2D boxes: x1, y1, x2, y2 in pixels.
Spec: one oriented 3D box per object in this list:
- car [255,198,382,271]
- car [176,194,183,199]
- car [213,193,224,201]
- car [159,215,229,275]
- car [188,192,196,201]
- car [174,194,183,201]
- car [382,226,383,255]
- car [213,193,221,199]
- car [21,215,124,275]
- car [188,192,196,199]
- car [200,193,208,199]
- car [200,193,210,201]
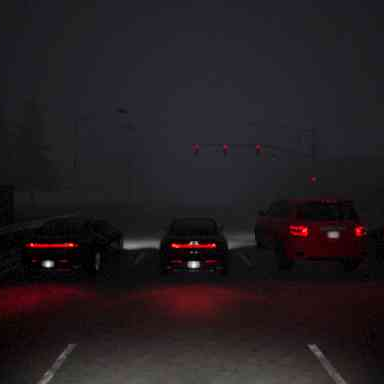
[{"bbox_3d":[3.565,1.199,11.020,2.150,2.045,5.566,0,-1,0],"label":"car"},{"bbox_3d":[-3.509,1.291,93.916,1.895,1.301,4.718,0,0,0],"label":"car"},{"bbox_3d":[6.992,1.370,83.467,1.837,1.490,4.892,0,0,0],"label":"car"},{"bbox_3d":[0.061,1.489,10.365,1.837,1.490,4.892,0,0,0],"label":"car"},{"bbox_3d":[-0.008,1.395,83.467,2.128,1.511,4.902,0,0,0],"label":"car"},{"bbox_3d":[-3.508,1.395,83.883,1.812,1.442,4.674,0,0,0],"label":"car"},{"bbox_3d":[7.057,1.477,9.906,2.128,1.511,4.902,0,0,0],"label":"car"},{"bbox_3d":[6.991,1.051,93.857,2.097,1.767,4.553,0,0,0],"label":"car"},{"bbox_3d":[-3.439,1.489,10.417,1.837,1.490,4.892,0,0,0],"label":"car"},{"bbox_3d":[-0.009,0.921,93.916,2.150,2.045,5.566,0,0,0],"label":"car"},{"bbox_3d":[3.491,1.051,93.857,2.097,1.767,4.553,0,0,0],"label":"car"},{"bbox_3d":[3.492,1.226,83.854,2.097,1.767,4.553,0,0,0],"label":"car"}]
